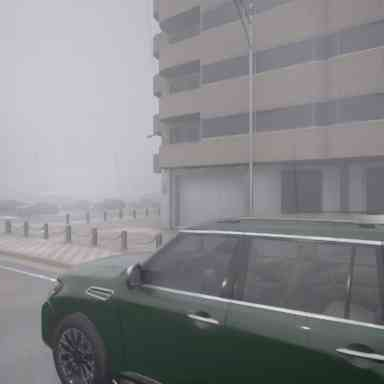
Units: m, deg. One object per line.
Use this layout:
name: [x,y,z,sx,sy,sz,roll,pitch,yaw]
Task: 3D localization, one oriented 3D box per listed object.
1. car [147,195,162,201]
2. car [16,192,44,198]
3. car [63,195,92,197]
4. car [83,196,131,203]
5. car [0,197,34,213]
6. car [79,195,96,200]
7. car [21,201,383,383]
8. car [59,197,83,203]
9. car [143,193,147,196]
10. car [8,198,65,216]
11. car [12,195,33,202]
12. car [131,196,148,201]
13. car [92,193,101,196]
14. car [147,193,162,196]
car: [-3.921,1.581,48.737,1.812,1.442,4.674,0,0,35]
car: [-35.725,1.208,73.103,1.932,1.855,4.605,0,0,35]
car: [-21.847,1.451,63.463,1.970,1.475,3.806,0,0,35]
car: [-10.103,1.547,39.901,2.128,1.511,4.902,0,0,35]
car: [-18.916,1.547,33.385,2.128,1.511,4.902,0,0,35]
car: [-28.032,1.451,89.124,1.970,1.475,3.806,0,0,35]
car: [0.775,1.221,3.444,5.566,2.045,2.150,0,0,35]
car: [-13.844,1.619,40.654,1.994,1.385,4.181,0,0,35]
car: [-9.592,1.211,76.199,1.905,1.878,3.866,0,0,35]
car: [-15.178,1.619,32.627,1.994,1.385,4.181,0,0,35]
car: [-38.058,1.419,74.821,1.784,1.438,3.905,0,0,35]
car: [-7.500,1.656,49.739,1.895,1.301,4.718,0,0,35]
car: [-25.669,1.211,87.450,1.905,1.878,3.866,0,0,35]
car: [-7.255,1.209,74.491,1.932,1.855,4.605,0,0,35]
